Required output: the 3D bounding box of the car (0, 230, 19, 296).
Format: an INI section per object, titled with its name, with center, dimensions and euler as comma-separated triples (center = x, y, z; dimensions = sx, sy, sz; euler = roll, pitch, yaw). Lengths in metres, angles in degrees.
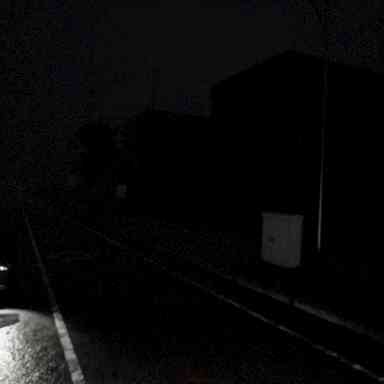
[car]
center = -5.315, 1.578, 8.036
dimensions = 1.994, 1.385, 4.181
euler = 0, 0, -28
